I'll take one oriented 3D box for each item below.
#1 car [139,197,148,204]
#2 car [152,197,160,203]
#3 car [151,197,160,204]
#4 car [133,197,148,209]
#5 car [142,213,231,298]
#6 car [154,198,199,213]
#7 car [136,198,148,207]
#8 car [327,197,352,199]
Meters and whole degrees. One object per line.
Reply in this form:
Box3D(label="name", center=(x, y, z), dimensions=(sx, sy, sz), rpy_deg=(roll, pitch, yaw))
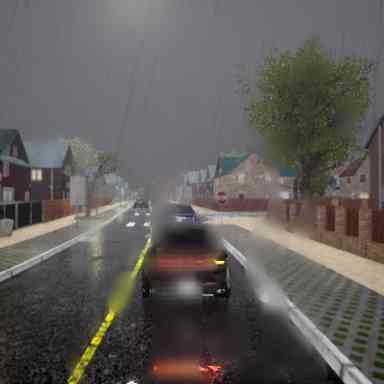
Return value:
Box3D(label="car", center=(-10.770, 1.862, 74.389), dimensions=(2.033, 1.411, 5.357), rpy_deg=(0, -1, -7))
Box3D(label="car", center=(-8.980, 1.982, 81.861), dimensions=(1.895, 1.301, 4.718), rpy_deg=(0, -1, -7))
Box3D(label="car", center=(-7.617, 1.869, 71.504), dimensions=(1.837, 1.490, 4.892), rpy_deg=(0, -1, -7))
Box3D(label="car", center=(-7.343, 1.724, 47.694), dimensions=(1.994, 1.385, 4.181), rpy_deg=(0, 0, -7))
Box3D(label="car", center=(-0.182, 1.512, 8.528), dimensions=(1.837, 1.490, 4.892), rpy_deg=(0, 0, -2))
Box3D(label="car", center=(-0.708, 1.381, 17.821), dimensions=(2.097, 1.767, 4.553), rpy_deg=(0, 0, -2))
Box3D(label="car", center=(-8.840, 1.818, 59.165), dimensions=(1.994, 1.385, 4.181), rpy_deg=(0, -1, -7))
Box3D(label="car", center=(14.014, 1.348, 33.092), dimensions=(4.553, 1.767, 2.097), rpy_deg=(0, -1, -8))
